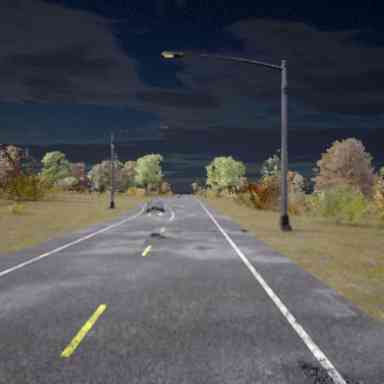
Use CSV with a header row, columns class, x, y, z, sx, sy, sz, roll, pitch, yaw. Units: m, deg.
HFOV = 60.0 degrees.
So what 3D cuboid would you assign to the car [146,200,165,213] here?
class,x,y,z,sx,sy,sz,roll,pitch,yaw
car,-4.113,1.586,37.514,1.994,1.385,4.181,0,0,-5
